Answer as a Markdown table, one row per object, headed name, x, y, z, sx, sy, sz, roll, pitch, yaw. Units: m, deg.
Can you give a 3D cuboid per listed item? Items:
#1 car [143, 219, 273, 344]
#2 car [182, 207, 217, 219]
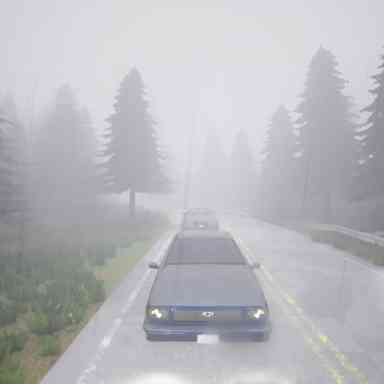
| name | x | y | z | sx | sy | sz | roll | pitch | yaw |
| --- | --- | --- | --- | --- | --- | --- | --- | --- | --- |
| car | 0.250 | 1.557 | 7.054 | 2.033 | 1.411 | 5.357 | 0 | 0 | 1 |
| car | 0.402 | 1.584 | 19.139 | 1.994 | 1.385 | 4.181 | 0 | 0 | -2 |
